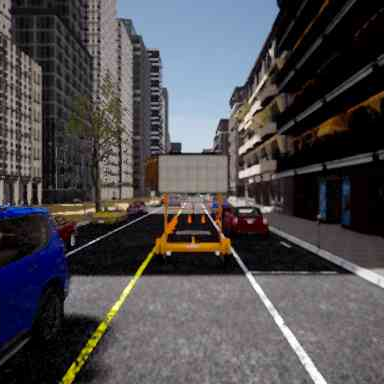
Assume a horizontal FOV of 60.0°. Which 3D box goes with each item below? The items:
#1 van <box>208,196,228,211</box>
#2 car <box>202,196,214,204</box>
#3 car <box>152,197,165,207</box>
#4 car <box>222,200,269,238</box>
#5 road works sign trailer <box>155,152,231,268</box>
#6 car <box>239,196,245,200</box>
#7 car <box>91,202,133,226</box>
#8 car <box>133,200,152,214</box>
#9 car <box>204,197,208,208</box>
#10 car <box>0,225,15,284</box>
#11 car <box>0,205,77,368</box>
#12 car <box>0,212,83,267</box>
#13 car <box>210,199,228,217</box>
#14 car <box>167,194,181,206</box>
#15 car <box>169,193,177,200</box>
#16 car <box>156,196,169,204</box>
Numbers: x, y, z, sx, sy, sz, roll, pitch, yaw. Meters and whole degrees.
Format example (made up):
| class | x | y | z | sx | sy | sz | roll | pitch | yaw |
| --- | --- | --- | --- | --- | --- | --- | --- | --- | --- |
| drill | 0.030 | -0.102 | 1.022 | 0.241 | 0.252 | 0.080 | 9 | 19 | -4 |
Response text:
| class | x | y | z | sx | sy | sz | roll | pitch | yaw |
| --- | --- | --- | --- | --- | --- | --- | --- | --- | --- |
| van | 2.819 | 1.325 | 34.196 | 1.690 | 1.788 | 3.998 | 0 | 0 | 0 |
| car | 2.926 | 1.537 | 61.859 | 2.008 | 1.369 | 4.403 | 0 | 0 | 0 |
| car | -5.498 | 1.508 | 50.656 | 1.752 | 1.417 | 4.829 | 0 | 0 | 0 |
| car | 2.755 | 1.428 | 17.598 | 1.967 | 1.590 | 4.097 | 0 | 0 | 0 |
| road works sign trailer | 0.041 | 0.455 | 11.277 | 2.380 | 3.560 | 2.880 | 0 | 0 | 0 |
| car | 13.737 | 1.339 | 81.224 | 4.403 | 1.369 | 2.008 | -1 | 1 | 0 |
| car | -5.604 | 1.511 | 22.993 | 1.752 | 1.417 | 4.829 | 0 | 0 | 0 |
| car | -5.561 | 1.565 | 34.229 | 1.802 | 1.307 | 4.206 | 0 | 0 | 0 |
| car | 2.840 | 1.423 | 39.728 | 1.967 | 1.590 | 4.097 | 0 | 0 | 0 |
| car | -5.668 | 1.545 | 6.565 | 2.008 | 1.369 | 4.403 | 0 | 0 | 0 |
| car | -3.090 | 1.218 | 3.287 | 2.150 | 2.045 | 5.566 | 0 | 0 | 0 |
| car | -5.646 | 1.535 | 12.098 | 1.887 | 1.381 | 4.507 | 0 | 0 | 0 |
| car | 2.798 | 1.566 | 28.664 | 1.802 | 1.307 | 4.206 | 0 | 0 | 0 |
| car | -2.808 | 1.334 | 52.949 | 2.097 | 1.767 | 4.553 | 0 | 0 | 1 |
| car | -5.331 | 1.327 | 94.280 | 2.192 | 1.841 | 5.009 | 0 | 0 | 0 |
| car | -5.455 | 1.530 | 61.892 | 1.887 | 1.381 | 4.507 | 0 | 0 | 0 |
